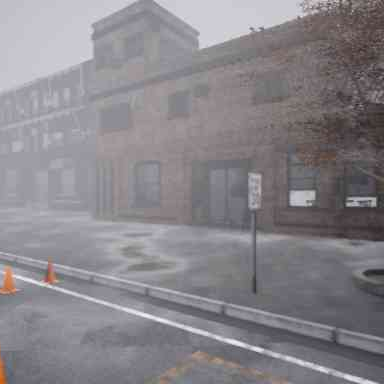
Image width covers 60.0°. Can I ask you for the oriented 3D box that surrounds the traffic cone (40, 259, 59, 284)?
[{"bbox_3d":[-3.655,2.017,8.537,0.340,0.580,0.340,0,-1,36],"label":"traffic cone"}]

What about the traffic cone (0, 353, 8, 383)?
[{"bbox_3d":[-2.217,1.981,3.749,0.340,0.580,0.340,0,-1,36],"label":"traffic cone"}]

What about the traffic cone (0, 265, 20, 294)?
[{"bbox_3d":[-4.249,2.007,7.732,0.340,0.580,0.340,0,-1,36],"label":"traffic cone"}]
